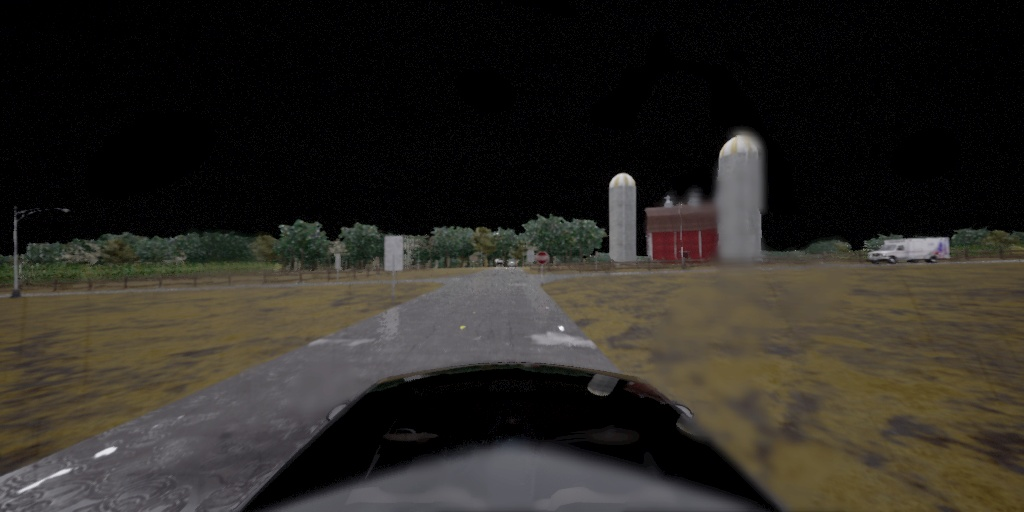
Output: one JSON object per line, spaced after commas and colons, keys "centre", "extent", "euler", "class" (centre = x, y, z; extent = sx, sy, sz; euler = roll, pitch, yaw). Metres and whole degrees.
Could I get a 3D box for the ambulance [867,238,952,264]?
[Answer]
{"centre": [39.342, -0.468, 35.741], "extent": [6.366, 2.431, 2.351], "euler": [-2, -1, 0], "class": "ambulance"}
